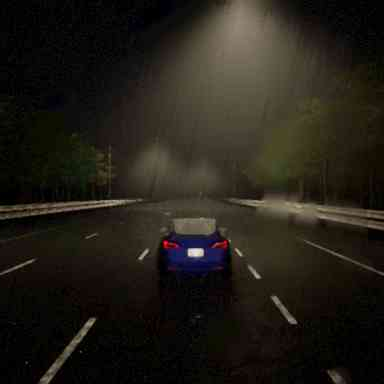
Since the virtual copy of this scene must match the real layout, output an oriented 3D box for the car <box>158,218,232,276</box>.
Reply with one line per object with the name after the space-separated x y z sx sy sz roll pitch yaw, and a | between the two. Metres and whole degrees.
0.062 1.517 10.381 2.163 1.488 4.792 0 0 -1 | car
